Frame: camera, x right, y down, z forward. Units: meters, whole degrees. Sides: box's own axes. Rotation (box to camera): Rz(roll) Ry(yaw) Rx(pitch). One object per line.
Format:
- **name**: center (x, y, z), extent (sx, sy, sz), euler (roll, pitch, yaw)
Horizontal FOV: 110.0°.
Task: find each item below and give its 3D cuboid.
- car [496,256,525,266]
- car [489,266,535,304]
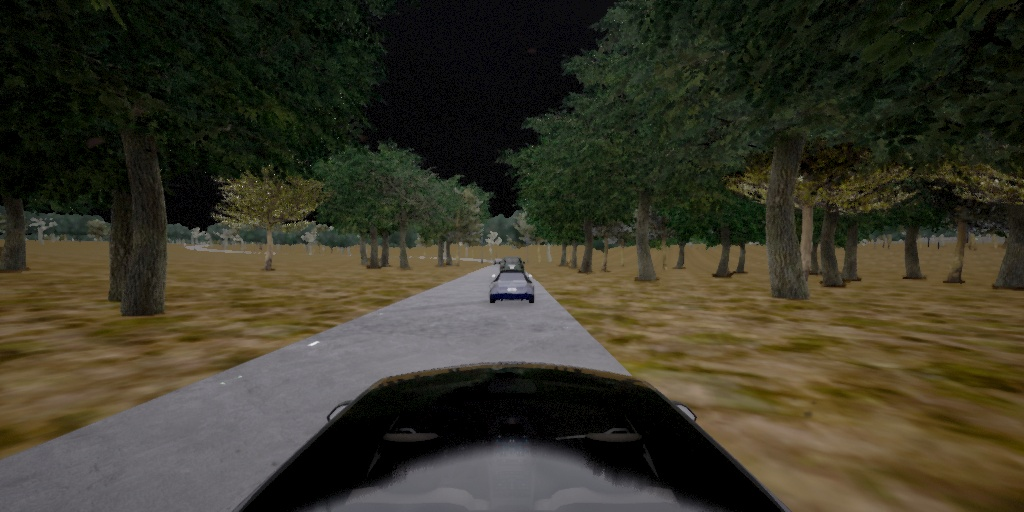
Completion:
- **car**: center (0.001, 1.052, 31.562), extent (2.150, 2.045, 5.566), euler (0, 0, 0)
- **car**: center (0.000, 1.329, 16.518), extent (1.994, 1.385, 4.181), euler (0, 0, 0)
